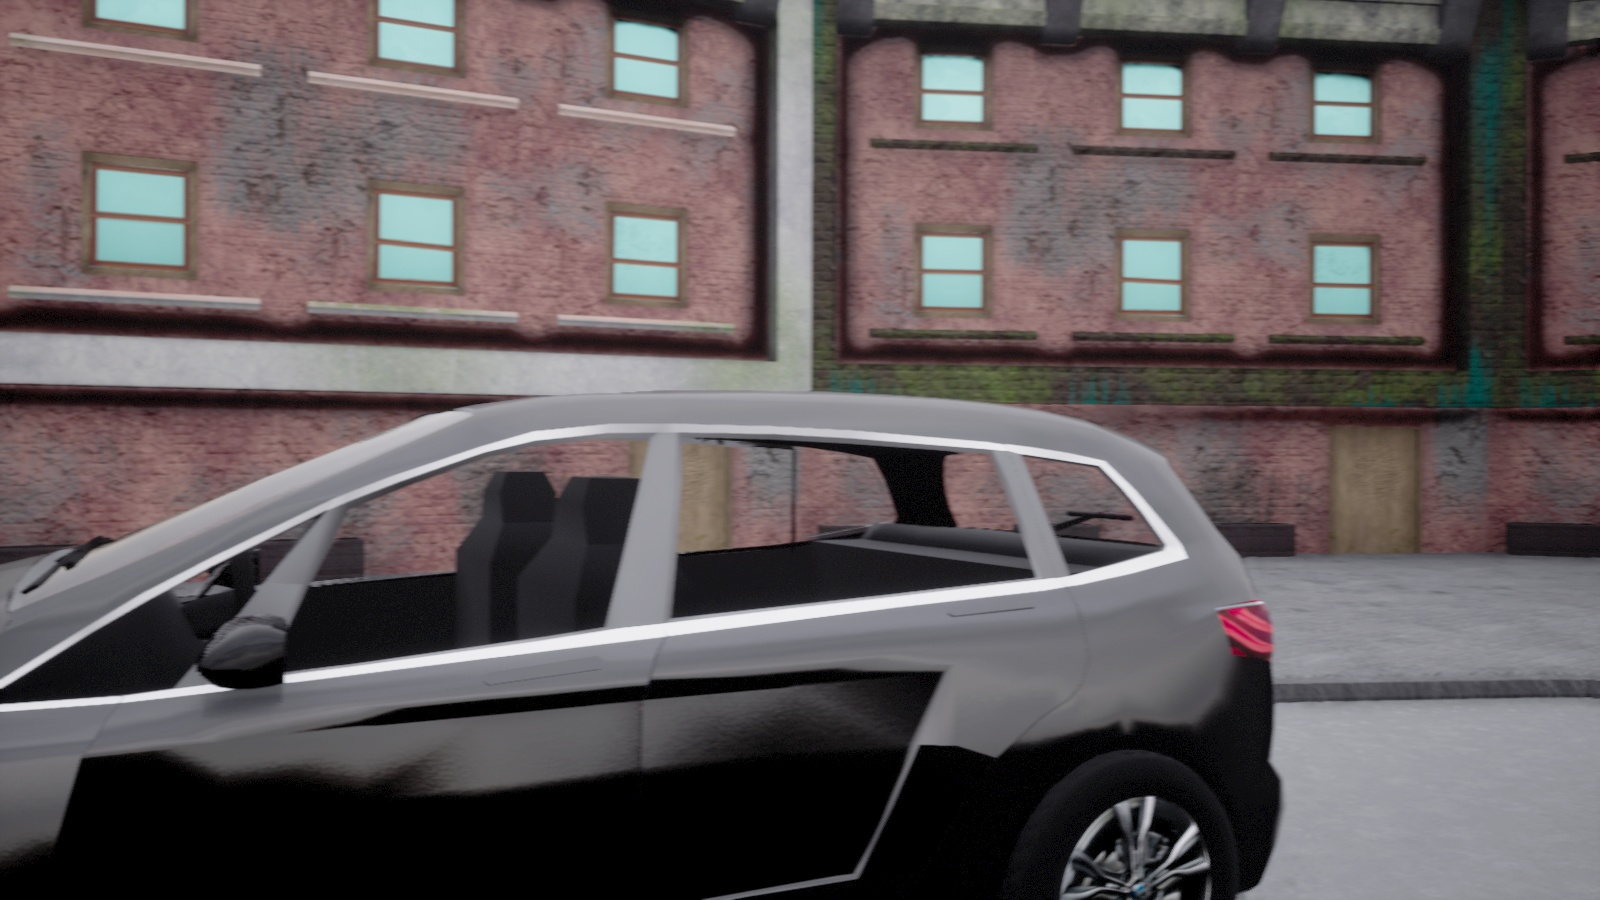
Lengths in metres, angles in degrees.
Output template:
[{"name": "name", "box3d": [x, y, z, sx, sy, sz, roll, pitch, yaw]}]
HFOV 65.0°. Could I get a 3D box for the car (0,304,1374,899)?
[{"name": "car", "box3d": [-0.966, 0.589, 3.538, 4.611, 1.667, 2.242, 0, 0, -25]}]
